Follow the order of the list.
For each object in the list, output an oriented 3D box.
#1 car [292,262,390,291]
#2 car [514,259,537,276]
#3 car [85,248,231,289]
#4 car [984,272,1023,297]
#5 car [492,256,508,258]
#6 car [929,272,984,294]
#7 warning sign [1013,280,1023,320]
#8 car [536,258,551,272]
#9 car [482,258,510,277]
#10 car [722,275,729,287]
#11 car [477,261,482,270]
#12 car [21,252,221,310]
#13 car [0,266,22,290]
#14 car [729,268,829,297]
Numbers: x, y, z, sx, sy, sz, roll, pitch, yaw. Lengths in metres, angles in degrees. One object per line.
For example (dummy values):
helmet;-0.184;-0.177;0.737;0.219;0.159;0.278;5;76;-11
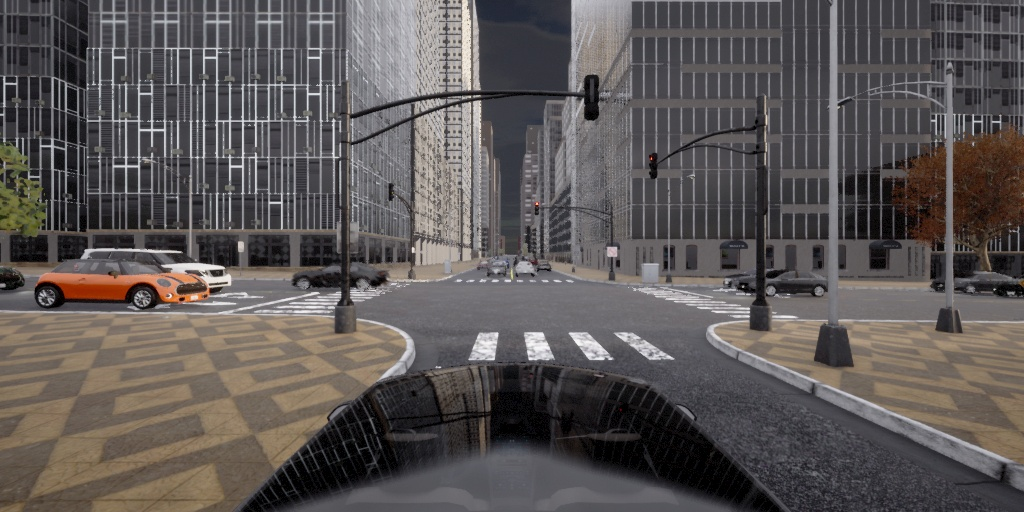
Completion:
car;-9.358;1.077;19.787;5.008;1.535;1.882;1;0;-3
car;1.346;1.292;37.509;1.812;1.442;4.674;0;0;1
car;-15.926;0.704;16.031;5.566;2.045;2.150;1;0;-3
car;32.293;1.707;21.683;4.553;1.767;2.097;1;0;-3
car;-1.541;0.980;57.577;2.150;2.045;5.566;0;0;0
car;32.087;1.854;24.928;4.892;1.490;1.837;1;0;-3
warning sign;17.281;1.204;11.543;1.060;1.860;1.300;0;0;-3
car;3.957;1.329;45.354;1.948;1.339;4.313;0;0;0
car;-1.471;1.259;35.777;2.128;1.511;4.902;0;0;0
car;16.900;1.569;24.239;4.902;1.511;2.128;1;0;-3
car;-3.993;1.343;50.853;1.802;1.307;4.207;0;0;0
car;-13.725;0.876;12.877;4.553;1.767;2.097;1;0;-3
car;-24.620;0.675;15.638;4.553;1.767;2.097;1;0;-2
car;15.810;1.563;20.946;4.892;1.490;1.837;1;0;-4
